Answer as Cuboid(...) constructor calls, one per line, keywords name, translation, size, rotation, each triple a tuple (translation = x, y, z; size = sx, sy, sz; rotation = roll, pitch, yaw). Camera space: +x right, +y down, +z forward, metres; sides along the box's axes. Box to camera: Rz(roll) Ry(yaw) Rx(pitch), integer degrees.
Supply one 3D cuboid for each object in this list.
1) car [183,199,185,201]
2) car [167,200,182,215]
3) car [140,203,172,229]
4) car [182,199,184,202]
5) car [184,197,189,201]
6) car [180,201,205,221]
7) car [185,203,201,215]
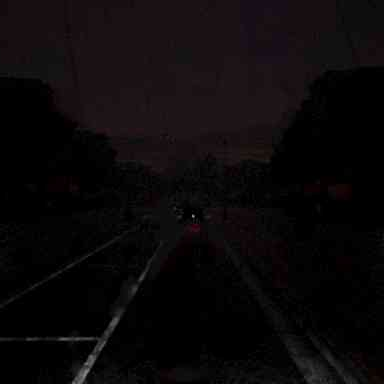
Cuboid(name="car", translation=(-2.645, 2.349, 56.779), size=(2.008, 1.369, 4.403), rotation=(-2, -1, 0))
Cuboid(name="car", translation=(-2.651, 1.961, 40.439), size=(1.967, 1.590, 4.097), rotation=(-2, -1, 0))
Cuboid(name="car", translation=(-2.651, 1.802, 23.928), size=(1.752, 1.417, 4.829), rotation=(-1, -1, 0))
Cuboid(name="car", translation=(-2.646, 2.254, 51.331), size=(2.008, 1.369, 4.403), rotation=(-2, -1, 0))
Cuboid(name="car", translation=(-2.641, 2.957, 94.445), size=(1.967, 1.590, 4.097), rotation=(-2, -1, 0))
Cuboid(name="car", translation=(0.105, 1.887, 31.433), size=(1.837, 1.490, 4.892), rotation=(0, -1, 0))
Cuboid(name="car", translation=(0.102, 2.156, 42.532), size=(1.895, 1.301, 4.718), rotation=(0, -1, 0))
